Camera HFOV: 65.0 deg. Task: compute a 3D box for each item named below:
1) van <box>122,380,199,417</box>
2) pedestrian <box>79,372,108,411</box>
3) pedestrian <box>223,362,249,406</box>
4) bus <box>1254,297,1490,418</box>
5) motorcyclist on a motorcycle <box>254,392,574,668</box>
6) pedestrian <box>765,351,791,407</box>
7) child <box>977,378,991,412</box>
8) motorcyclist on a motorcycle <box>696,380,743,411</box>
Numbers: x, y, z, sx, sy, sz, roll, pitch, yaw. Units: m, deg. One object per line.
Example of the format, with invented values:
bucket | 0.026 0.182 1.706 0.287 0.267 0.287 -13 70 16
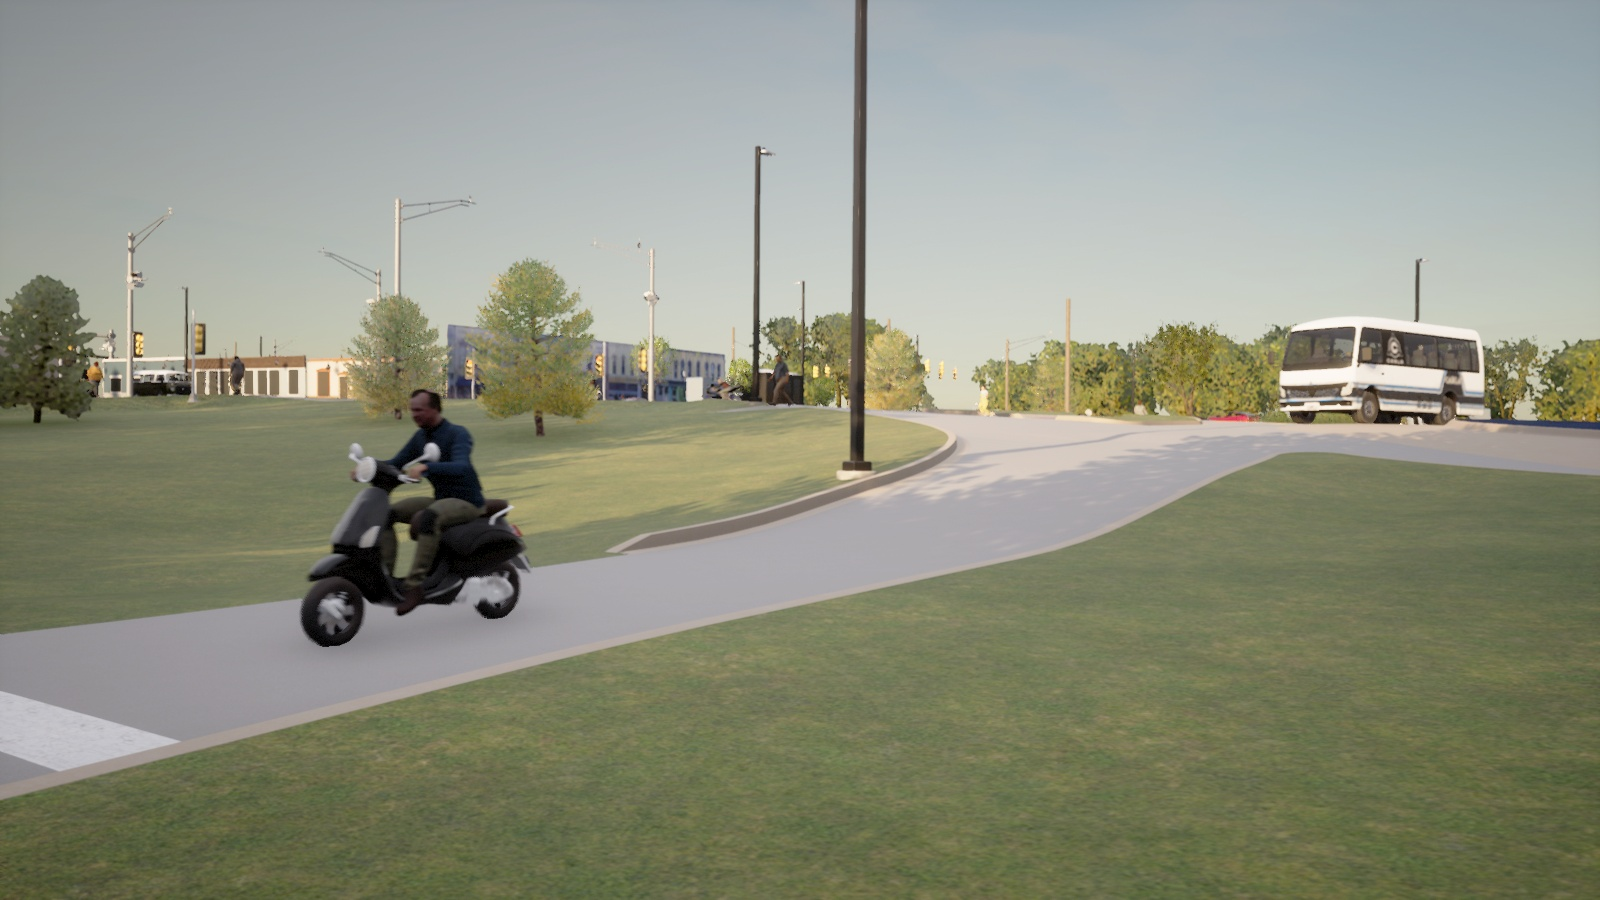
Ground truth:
van | -37.756 -3.017 74.141 4.480 2.038 2.069 0 1 33
pedestrian | -34.575 -2.868 61.465 0.900 1.855 0.874 0 0 26
pedestrian | -25.844 -3.004 57.575 0.873 1.952 0.659 0 0 28
bus | 23.237 -3.524 50.746 10.273 4.253 3.944 0 0 -35
motorcyclist on a motorcycle | -2.452 0.438 8.202 0.866 1.590 1.817 0 1 34
pedestrian | -0.746 -2.400 42.709 0.694 1.848 0.540 -1 0 -30
child | 6.898 -2.054 47.044 0.437 1.263 0.270 -1 0 -30
motorcyclist on a motorcycle | -4.035 -2.744 62.994 2.191 1.530 0.866 1 1 26
